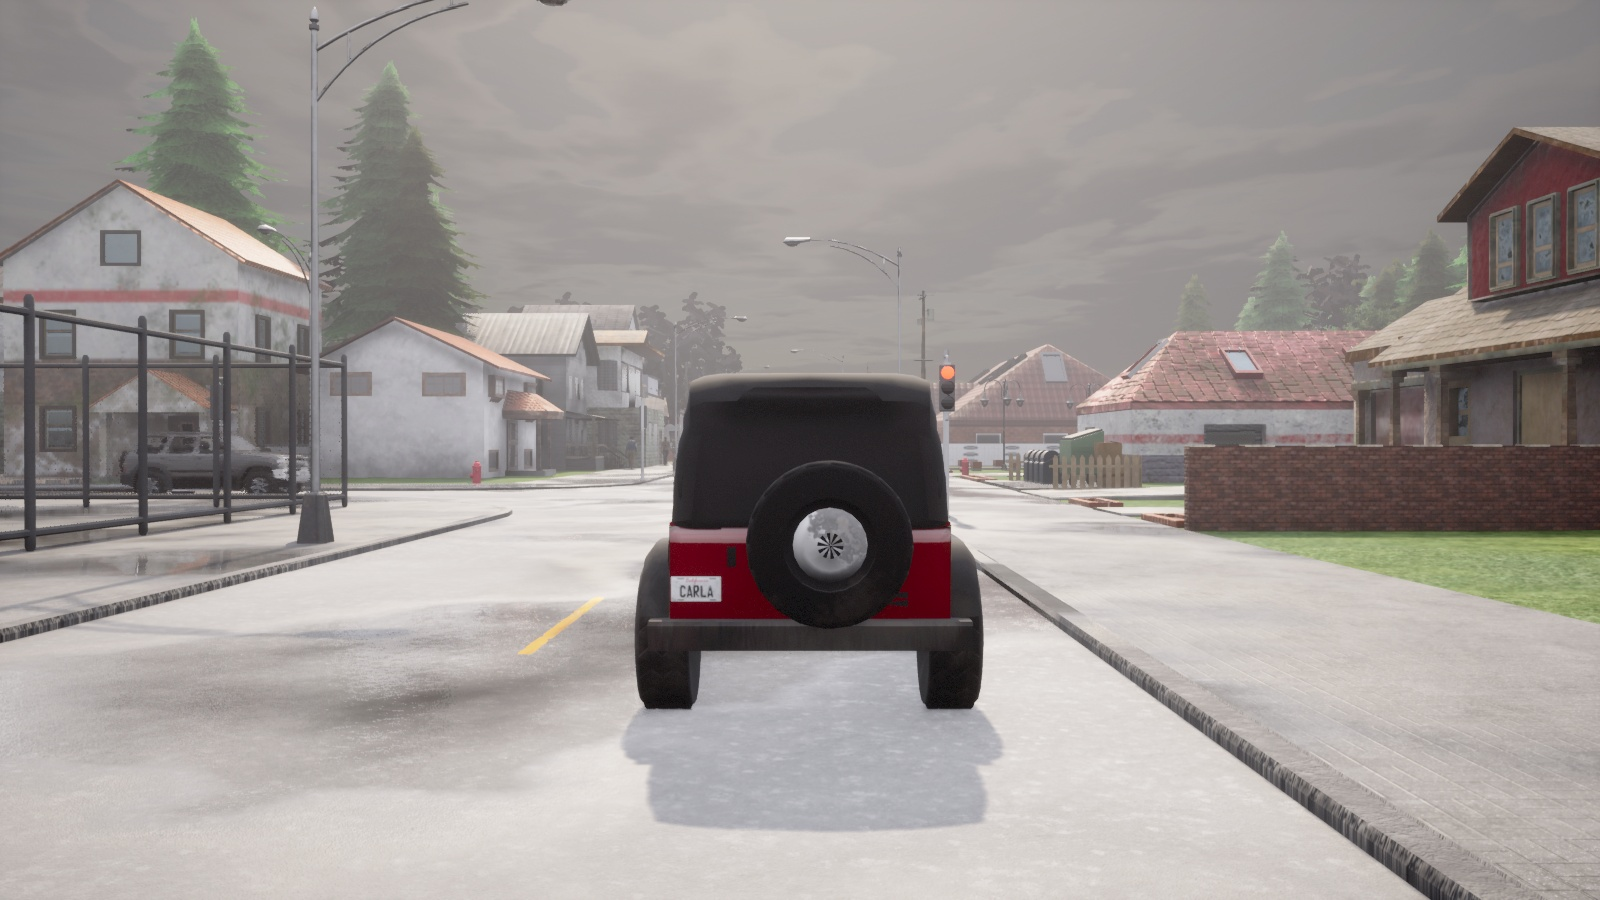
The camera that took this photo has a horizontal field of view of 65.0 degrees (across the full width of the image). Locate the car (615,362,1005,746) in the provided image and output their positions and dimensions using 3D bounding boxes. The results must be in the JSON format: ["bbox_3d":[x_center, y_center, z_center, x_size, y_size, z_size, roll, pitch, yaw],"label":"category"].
[{"bbox_3d":[0.055,0.497,8.079,1.905,1.878,3.866,0,0,0],"label":"car"}]

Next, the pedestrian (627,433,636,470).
[{"bbox_3d":[-8.877,0.076,66.028,0.423,1.949,0.788,0,0,-11],"label":"pedestrian"}]

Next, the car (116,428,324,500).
[{"bbox_3d":[-15.312,0.363,33.324,4.605,1.855,1.932,0,0,0],"label":"car"}]
